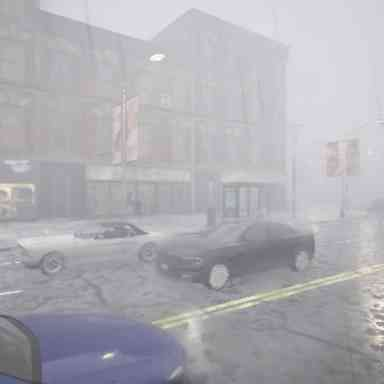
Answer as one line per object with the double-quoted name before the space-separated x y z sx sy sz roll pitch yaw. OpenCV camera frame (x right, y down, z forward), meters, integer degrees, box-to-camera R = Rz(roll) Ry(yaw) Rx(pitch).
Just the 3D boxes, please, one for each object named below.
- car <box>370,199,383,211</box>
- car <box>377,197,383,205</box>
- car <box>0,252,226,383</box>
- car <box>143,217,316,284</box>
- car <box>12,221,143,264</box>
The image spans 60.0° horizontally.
"car" 25.092 1.608 43.463 1.882 1.535 5.008 0 0 5
"car" 37.188 1.710 62.011 2.002 1.452 4.674 0 0 -16
"car" -2.140 1.524 2.220 4.674 1.442 1.812 0 0 -35
"car" 1.385 1.496 9.286 5.008 1.535 1.882 0 0 -36
"car" -2.965 1.611 10.474 4.718 1.301 1.895 0 0 -35
